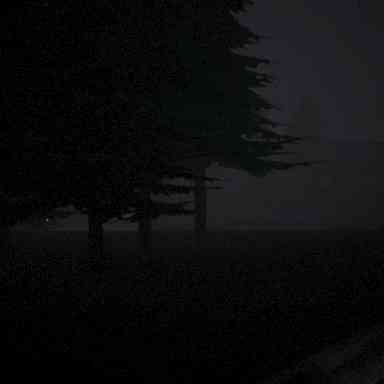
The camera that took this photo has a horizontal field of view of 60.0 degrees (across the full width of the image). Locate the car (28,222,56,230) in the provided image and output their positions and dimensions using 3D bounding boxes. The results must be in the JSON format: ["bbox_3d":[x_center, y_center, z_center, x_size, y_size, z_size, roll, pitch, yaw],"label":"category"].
[{"bbox_3d":[-10.926,1.182,20.529,5.566,2.045,2.150,0,0,3],"label":"car"}]
